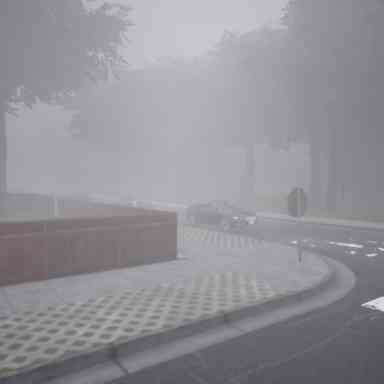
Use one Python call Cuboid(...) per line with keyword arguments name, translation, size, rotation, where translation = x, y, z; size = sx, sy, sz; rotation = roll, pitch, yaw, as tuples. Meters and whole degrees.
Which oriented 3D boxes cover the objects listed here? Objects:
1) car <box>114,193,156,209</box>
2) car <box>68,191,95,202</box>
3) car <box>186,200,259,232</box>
Cuboid(name="car", translation=(-4.790, 0.849, 27.506), size=(2.097, 1.767, 4.553), rotation=(-2, 2, -35))
Cuboid(name="car", translation=(-13.280, 0.649, 39.543), size=(2.033, 1.411, 5.357), rotation=(-2, 3, -35))
Cuboid(name="car", translation=(1.557, 1.208, 18.543), size=(2.128, 1.511, 4.902), rotation=(-2, 2, -35))
